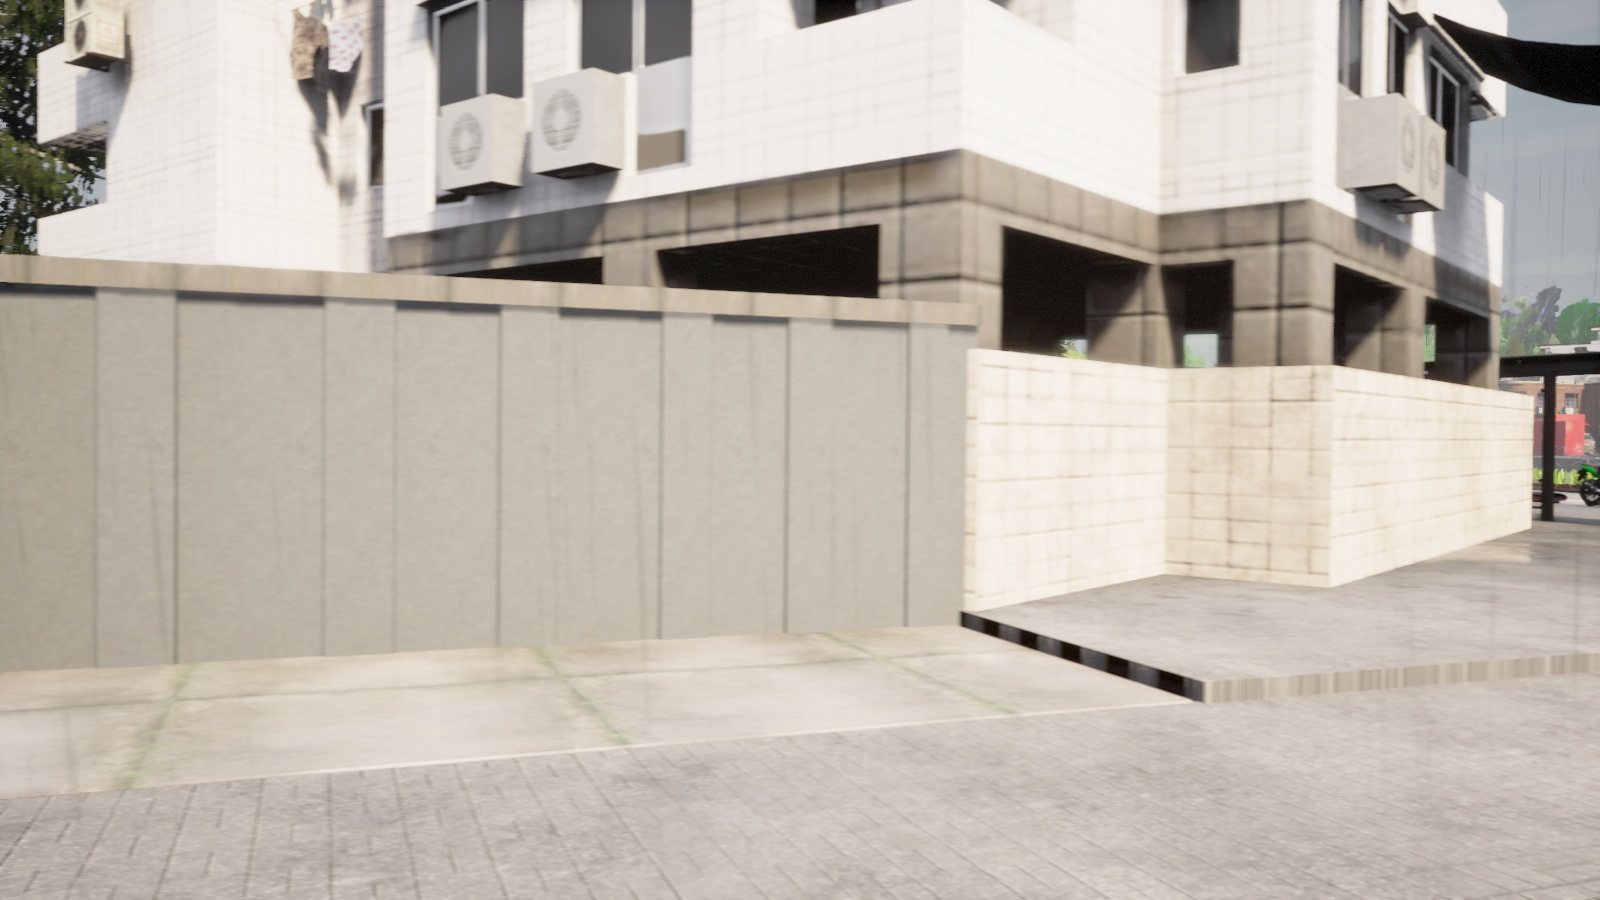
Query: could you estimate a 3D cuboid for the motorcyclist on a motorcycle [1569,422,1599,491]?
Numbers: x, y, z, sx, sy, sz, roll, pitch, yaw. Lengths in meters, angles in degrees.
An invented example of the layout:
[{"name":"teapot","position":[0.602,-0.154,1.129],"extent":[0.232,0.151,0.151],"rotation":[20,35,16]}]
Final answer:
[{"name":"motorcyclist on a motorcycle","position":[18.165,0.134,27.633],"extent":[0.797,1.523,2.044],"rotation":[-1,1,-21]}]
